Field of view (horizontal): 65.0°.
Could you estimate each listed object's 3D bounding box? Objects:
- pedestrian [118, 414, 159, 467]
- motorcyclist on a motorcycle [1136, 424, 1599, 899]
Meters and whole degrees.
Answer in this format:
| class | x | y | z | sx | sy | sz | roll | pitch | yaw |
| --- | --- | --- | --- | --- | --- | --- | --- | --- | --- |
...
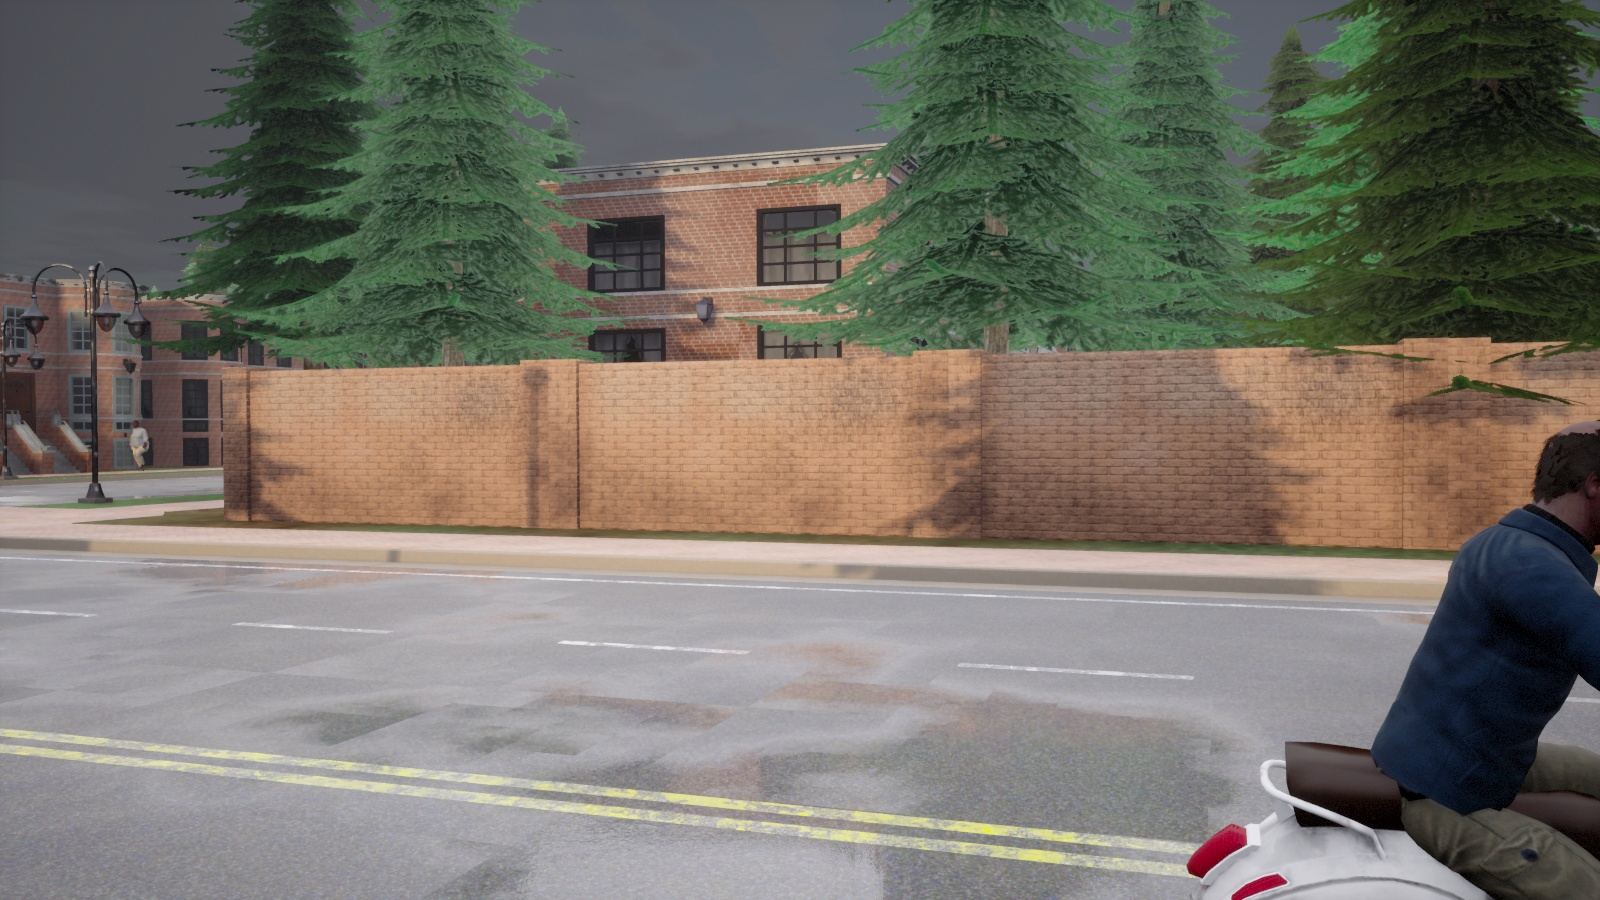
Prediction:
| class | x | y | z | sx | sy | sz | roll | pitch | yaw |
| --- | --- | --- | --- | --- | --- | --- | --- | --- | --- |
| pedestrian | -23.347 | -0.344 | 44.341 | 0.874 | 1.855 | 0.900 | 1 | 1 | 20 |
| motorcyclist on a motorcycle | 1.671 | 0.744 | 2.630 | 1.817 | 1.590 | 0.866 | 1 | 1 | 19 |
